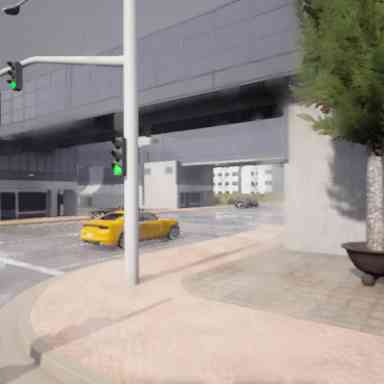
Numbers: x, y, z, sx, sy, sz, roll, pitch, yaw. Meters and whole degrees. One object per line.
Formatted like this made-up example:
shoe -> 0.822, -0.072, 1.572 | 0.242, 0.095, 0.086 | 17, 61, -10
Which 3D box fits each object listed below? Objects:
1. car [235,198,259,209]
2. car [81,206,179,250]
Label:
car -> 7.899, 1.624, 47.438 | 2.128, 1.511, 4.902 | 0, 0, 37
car -> -2.569, 1.552, 15.038 | 1.882, 1.535, 5.008 | 0, 0, 36
